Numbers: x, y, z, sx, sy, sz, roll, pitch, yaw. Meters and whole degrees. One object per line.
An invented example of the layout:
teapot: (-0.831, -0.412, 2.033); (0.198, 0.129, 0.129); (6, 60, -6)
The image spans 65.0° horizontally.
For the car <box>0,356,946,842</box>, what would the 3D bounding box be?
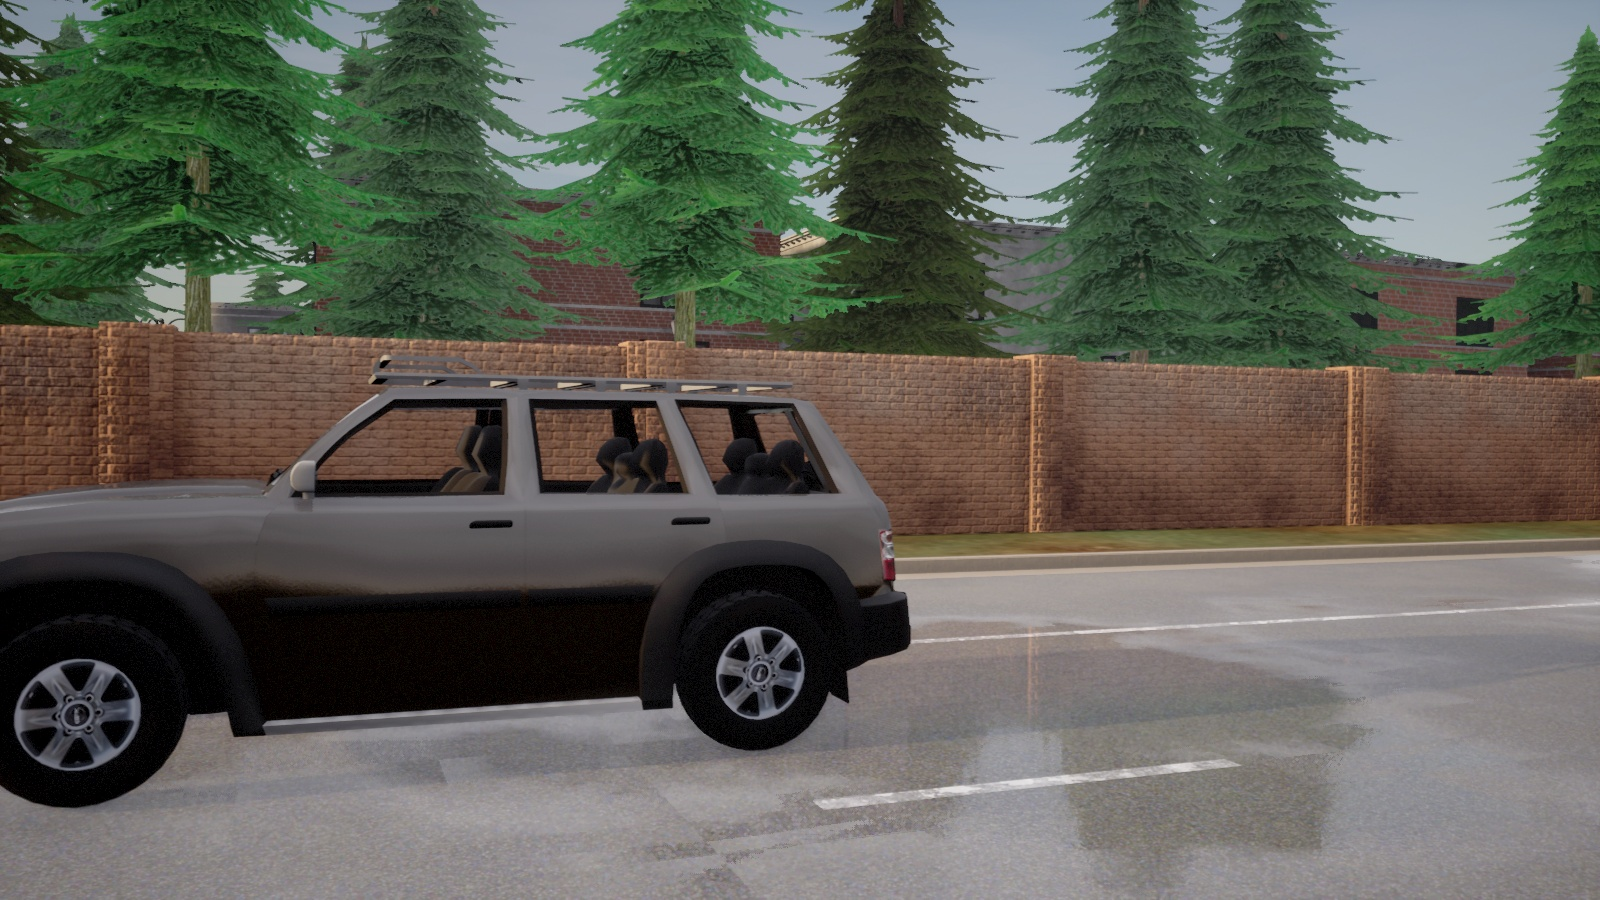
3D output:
car: (-1.779, 0.531, 6.304); (4.605, 1.855, 1.932); (-1, 1, -21)
